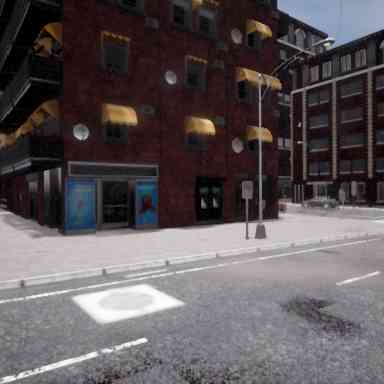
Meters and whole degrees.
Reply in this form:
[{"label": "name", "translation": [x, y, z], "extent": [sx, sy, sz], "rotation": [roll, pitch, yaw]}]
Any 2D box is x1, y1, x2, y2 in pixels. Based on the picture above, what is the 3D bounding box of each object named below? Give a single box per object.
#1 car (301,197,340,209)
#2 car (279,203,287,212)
[{"label": "car", "translation": [14.591, 1.220, 37.980], "extent": [2.008, 1.369, 4.403], "rotation": [0, 1, -36]}, {"label": "car", "translation": [7.435, 1.284, 33.494], "extent": [1.887, 1.381, 4.507], "rotation": [0, 1, -36]}]
